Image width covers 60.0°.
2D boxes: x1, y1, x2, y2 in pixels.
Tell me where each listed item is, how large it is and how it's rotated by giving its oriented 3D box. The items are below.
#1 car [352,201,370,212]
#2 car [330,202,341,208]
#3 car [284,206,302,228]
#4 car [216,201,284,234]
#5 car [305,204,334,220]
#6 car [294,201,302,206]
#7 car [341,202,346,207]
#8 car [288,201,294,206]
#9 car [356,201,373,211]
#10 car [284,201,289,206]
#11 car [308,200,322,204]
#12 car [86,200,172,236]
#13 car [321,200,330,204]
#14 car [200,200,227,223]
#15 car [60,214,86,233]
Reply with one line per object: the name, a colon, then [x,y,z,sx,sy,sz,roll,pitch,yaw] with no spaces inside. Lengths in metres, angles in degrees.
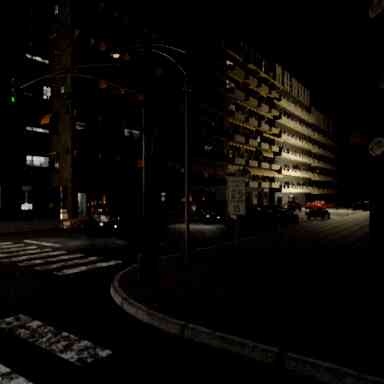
car: [29.900,2.521,59.197,2.192,1.841,5.009,-1,-2,35]
car: [32.746,3.065,77.852,1.887,1.381,4.507,-1,-2,35]
car: [7.213,2.043,26.681,1.887,1.381,4.507,-1,-2,35]
car: [3.971,1.711,22.043,2.192,1.841,5.009,-1,-2,35]
car: [13.696,2.283,35.969,1.802,1.307,4.206,-1,-2,35]
car: [16.538,2.339,54.636,2.192,1.841,5.009,-1,-2,35]
car: [39.230,3.280,87.142,1.947,1.339,4.313,-1,-2,35]
car: [13.200,2.445,49.846,1.752,1.417,4.829,-1,-2,35]
car: [33.141,2.620,63.842,2.192,1.841,5.009,-1,-2,35]
car: [9.825,2.243,40.433,1.837,1.490,4.892,0,0,35]
car: [23.022,2.769,63.919,1.887,1.381,4.507,-1,-2,35]
car: [-3.582,1.540,21.251,2.150,2.045,5.566,0,-1,35]
car: [26.262,2.639,68.569,2.192,1.841,5.009,-1,-2,35]
car: [2.913,1.743,30.560,2.150,2.045,5.566,0,-1,35]
car: [-6.247,1.833,21.980,1.752,1.417,4.829,-1,-2,35]
